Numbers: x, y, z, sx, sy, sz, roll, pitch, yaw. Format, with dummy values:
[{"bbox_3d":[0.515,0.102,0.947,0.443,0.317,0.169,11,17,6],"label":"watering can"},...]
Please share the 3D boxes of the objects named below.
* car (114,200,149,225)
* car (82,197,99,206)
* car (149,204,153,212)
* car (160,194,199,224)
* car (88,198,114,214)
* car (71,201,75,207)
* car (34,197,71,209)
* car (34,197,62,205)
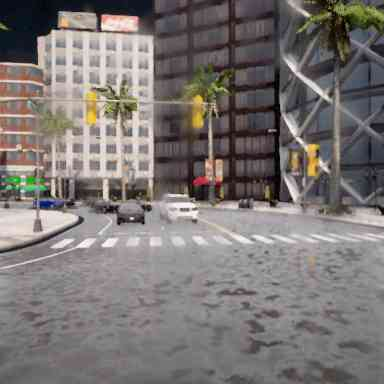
[{"bbox_3d":[-4.480,1.465,24.143,1.882,1.535,5.008,0,0,-13],"label":"car"},{"bbox_3d":[-16.023,1.549,54.749,4.181,1.385,1.994,0,0,28],"label":"car"},{"bbox_3d":[-6.181,1.580,37.315,1.895,1.301,4.718,0,0,-36],"label":"car"},{"bbox_3d":[-1.123,1.201,25.259,2.150,2.045,5.566,0,0,-14],"label":"car"},{"bbox_3d":[-9.103,1.588,35.448,1.895,1.301,4.718,0,0,-36],"label":"car"},{"bbox_3d":[-19.373,1.599,48.724,4.718,1.301,1.895,0,0,27],"label":"car"},{"bbox_3d":[-18.995,1.479,44.455,5.008,1.535,1.882,0,0,30],"label":"car"},{"bbox_3d":[-25.282,1.566,58.471,4.181,1.385,1.994,0,0,15],"label":"car"}]
